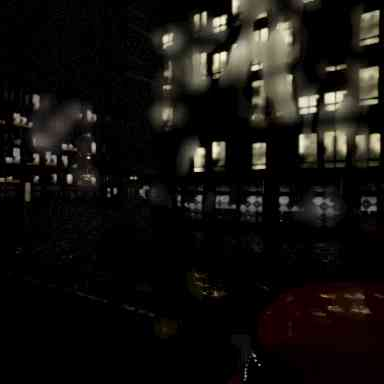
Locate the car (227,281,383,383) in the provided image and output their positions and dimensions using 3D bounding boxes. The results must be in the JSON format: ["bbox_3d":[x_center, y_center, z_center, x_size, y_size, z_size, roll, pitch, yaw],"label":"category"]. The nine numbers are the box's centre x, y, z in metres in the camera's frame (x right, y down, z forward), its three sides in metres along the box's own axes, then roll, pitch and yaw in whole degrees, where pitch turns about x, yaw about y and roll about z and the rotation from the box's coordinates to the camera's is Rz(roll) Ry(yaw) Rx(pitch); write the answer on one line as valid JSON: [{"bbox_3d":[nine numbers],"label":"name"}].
[{"bbox_3d":[2.901,1.223,1.615,5.566,2.045,2.150,0,0,35],"label":"car"}]

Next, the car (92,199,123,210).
[{"bbox_3d":[-11.110,1.646,43.995,1.994,1.385,4.181,1,0,37],"label":"car"}]
